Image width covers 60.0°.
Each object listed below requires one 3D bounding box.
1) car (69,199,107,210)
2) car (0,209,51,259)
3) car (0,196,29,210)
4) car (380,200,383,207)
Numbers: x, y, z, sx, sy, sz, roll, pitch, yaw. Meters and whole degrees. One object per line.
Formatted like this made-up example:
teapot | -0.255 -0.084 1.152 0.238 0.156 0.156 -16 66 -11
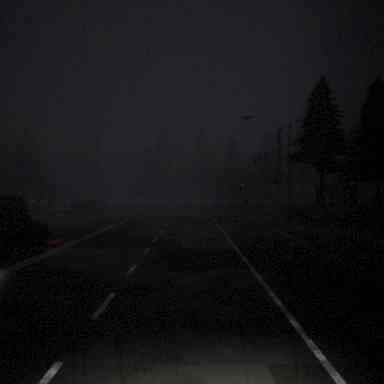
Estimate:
car | -12.978 1.550 41.472 4.718 1.301 1.895 0 0 27
car | -7.035 1.562 12.489 1.994 1.385 4.181 0 0 1
car | -10.543 1.218 17.128 2.150 2.045 5.566 0 0 0
car | 22.603 1.413 36.238 5.008 1.535 1.882 0 0 0
